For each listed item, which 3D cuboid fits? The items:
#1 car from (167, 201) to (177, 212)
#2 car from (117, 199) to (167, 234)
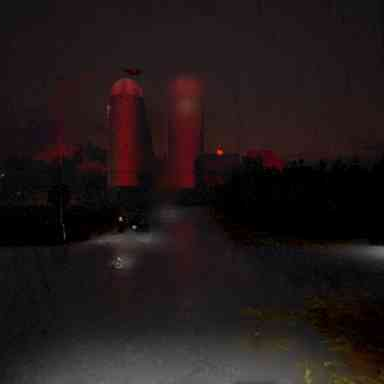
[{"bbox_3d":[-3.115,1.924,45.039,1.994,1.385,4.181,0,0,0],"label":"car"},{"bbox_3d":[-3.132,1.553,21.272,2.150,2.045,5.566,0,1,2],"label":"car"}]
